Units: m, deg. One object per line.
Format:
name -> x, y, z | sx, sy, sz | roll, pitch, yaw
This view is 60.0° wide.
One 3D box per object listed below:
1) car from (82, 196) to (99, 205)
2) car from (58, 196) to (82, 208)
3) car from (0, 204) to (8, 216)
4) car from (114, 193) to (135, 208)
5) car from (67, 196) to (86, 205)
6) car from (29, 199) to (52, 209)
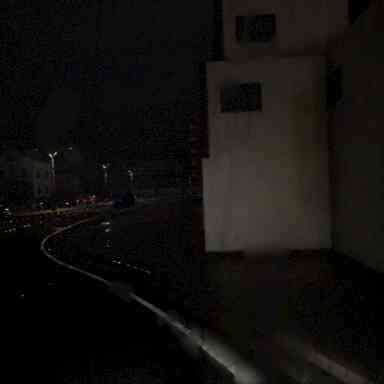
car -> -20.748, 1.597, 68.409 | 2.097, 1.767, 4.553 | -2, 0, 2
car -> -21.221, 1.855, 57.131 | 1.837, 1.490, 4.892 | -2, 0, 3
car -> -22.227, 2.043, 36.446 | 1.837, 1.490, 4.892 | -2, 1, 4
car -> -9.938, 1.216, 49.270 | 2.150, 2.045, 5.566 | -2, 0, 2
car -> -24.192, 1.718, 69.777 | 2.097, 1.767, 4.553 | -2, 0, 2
car -> -24.856, 1.992, 54.754 | 2.128, 1.511, 4.902 | -2, 0, 3
